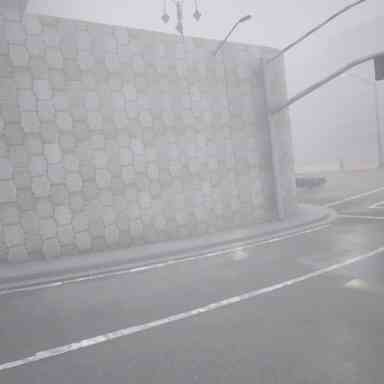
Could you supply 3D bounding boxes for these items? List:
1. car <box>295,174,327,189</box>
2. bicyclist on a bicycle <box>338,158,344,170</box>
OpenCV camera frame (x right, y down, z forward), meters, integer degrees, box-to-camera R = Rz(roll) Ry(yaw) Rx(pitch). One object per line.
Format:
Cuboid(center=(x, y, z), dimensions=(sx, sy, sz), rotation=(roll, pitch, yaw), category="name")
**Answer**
Cuboid(center=(10.019, -1.006, 30.899), dimensions=(1.895, 1.301, 4.718), rotation=(-11, 6, -35), category="car")
Cuboid(center=(20.056, -3.807, 44.842), dimensions=(1.656, 1.620, 0.582), rotation=(-11, 6, -35), category="bicyclist on a bicycle")
